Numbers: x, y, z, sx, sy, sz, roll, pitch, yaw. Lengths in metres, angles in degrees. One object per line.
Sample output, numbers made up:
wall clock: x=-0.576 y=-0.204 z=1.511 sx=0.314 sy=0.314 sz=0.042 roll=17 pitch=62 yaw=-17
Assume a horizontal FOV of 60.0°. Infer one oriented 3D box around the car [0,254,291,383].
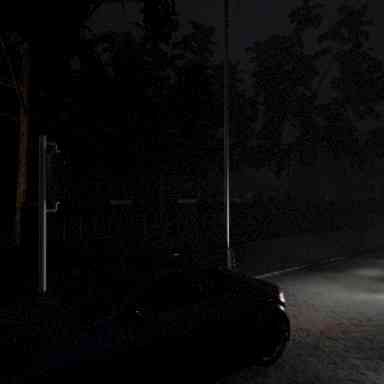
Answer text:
car: x=-0.660 y=1.564 z=4.158 sx=4.181 sy=1.385 sz=1.994 roll=0 pitch=0 yaw=-38
